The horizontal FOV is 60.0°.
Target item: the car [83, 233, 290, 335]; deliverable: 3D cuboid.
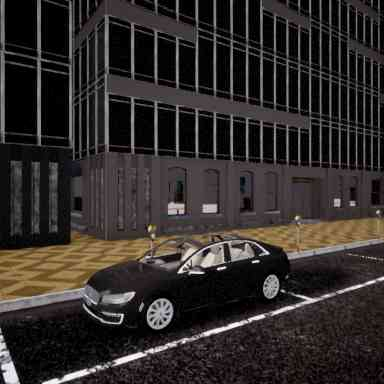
[{"bbox_3d":[0.113,1.551,6.639,4.403,1.369,2.008,0,0,-35],"label":"car"}]
